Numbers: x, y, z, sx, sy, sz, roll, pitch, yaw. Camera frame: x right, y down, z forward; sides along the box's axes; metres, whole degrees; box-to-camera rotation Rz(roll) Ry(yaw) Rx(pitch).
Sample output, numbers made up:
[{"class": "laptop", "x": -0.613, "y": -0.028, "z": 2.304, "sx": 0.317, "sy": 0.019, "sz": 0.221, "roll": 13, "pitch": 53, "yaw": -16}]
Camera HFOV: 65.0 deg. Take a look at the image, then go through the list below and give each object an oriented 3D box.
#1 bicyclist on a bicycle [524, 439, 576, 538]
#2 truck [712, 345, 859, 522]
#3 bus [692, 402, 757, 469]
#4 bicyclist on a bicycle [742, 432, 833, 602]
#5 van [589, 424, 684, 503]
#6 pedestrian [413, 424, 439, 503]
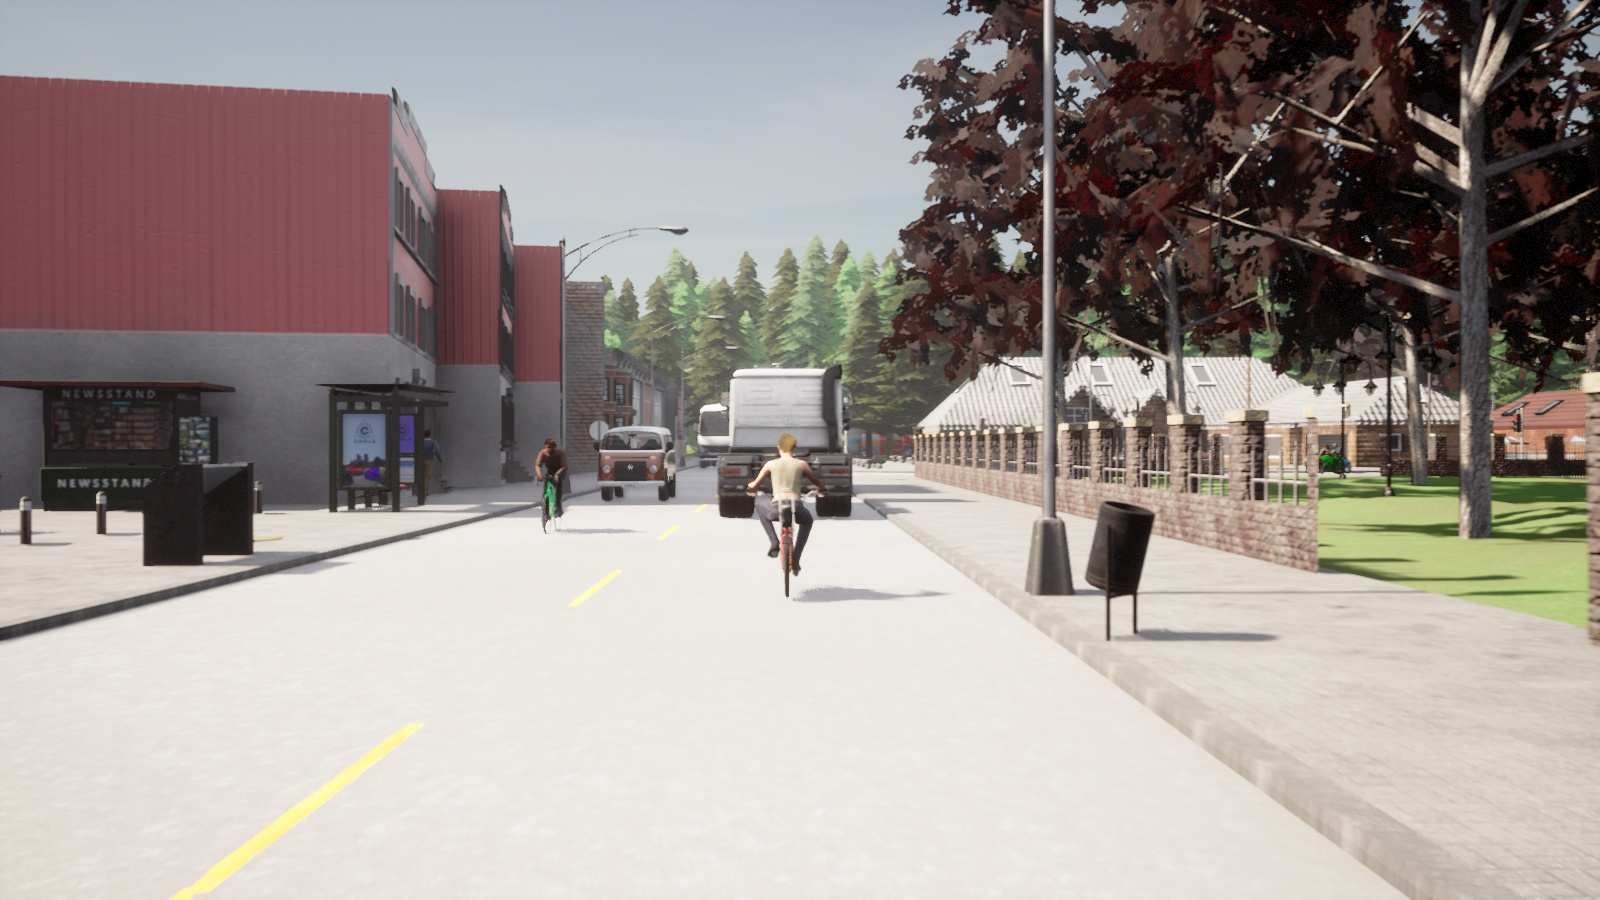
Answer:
[{"class": "bicyclist on a bicycle", "x": -4.228, "y": 0.616, "z": 21.329, "sx": 0.582, "sy": 1.620, "sz": 1.656, "roll": 0, "pitch": 1, "yaw": -1}, {"class": "truck", "x": -0.312, "y": -0.343, "z": 28.625, "sx": 2.891, "sy": 3.462, "sz": 7.936, "roll": 0, "pitch": 0, "yaw": 0}, {"class": "bus", "x": -4.986, "y": -0.955, "z": 84.974, "sx": 3.944, "sy": 4.253, "sz": 10.273, "roll": 0, "pitch": 0, "yaw": -1}, {"class": "bicyclist on a bicycle", "x": -0.126, "y": 0.635, "z": 12.705, "sx": 0.866, "sy": 1.612, "sz": 1.509, "roll": 0, "pitch": 0, "yaw": -1}, {"class": "van", "x": -4.385, "y": 0.337, "z": 34.344, "sx": 2.069, "sy": 2.038, "sz": 4.480, "roll": 0, "pitch": 0, "yaw": -1}, {"class": "pedestrian", "x": -9.371, "y": 0.331, "z": 31.500, "sx": 0.423, "sy": 1.949, "sz": 0.788, "roll": 0, "pitch": 0, "yaw": -1}]
